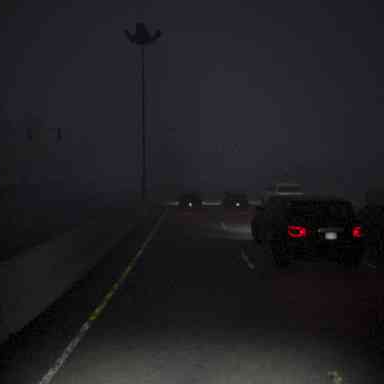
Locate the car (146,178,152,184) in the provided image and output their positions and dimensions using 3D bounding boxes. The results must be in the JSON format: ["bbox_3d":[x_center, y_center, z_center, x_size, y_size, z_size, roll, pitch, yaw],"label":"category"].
[{"bbox_3d":[-10.975,-2.713,82.732,1.882,1.535,5.008,0,3,0],"label":"car"}]

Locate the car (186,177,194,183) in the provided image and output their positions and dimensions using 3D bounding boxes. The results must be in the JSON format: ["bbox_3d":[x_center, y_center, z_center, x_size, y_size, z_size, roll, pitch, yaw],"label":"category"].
[{"bbox_3d":[-0.518,-3.044,89.823,1.994,1.385,4.181,0,3,0],"label":"car"}]

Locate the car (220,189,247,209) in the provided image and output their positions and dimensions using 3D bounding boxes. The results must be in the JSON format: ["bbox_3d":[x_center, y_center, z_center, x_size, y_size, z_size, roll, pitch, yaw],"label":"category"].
[{"bbox_3d":[3.383,0.510,26.871,1.837,1.490,4.892,0,4,0],"label":"car"}]

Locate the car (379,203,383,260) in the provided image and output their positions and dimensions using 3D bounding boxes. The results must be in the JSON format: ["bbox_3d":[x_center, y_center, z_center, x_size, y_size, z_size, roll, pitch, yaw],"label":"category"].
[{"bbox_3d":[6.973,1.170,11.870,2.097,1.767,4.553,0,2,0],"label":"car"}]

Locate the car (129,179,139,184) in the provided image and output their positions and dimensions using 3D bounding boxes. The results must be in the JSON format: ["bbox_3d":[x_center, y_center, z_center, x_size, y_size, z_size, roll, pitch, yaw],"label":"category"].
[{"bbox_3d":[-14.475,-2.638,82.715,1.994,1.385,4.181,0,3,0],"label":"car"}]

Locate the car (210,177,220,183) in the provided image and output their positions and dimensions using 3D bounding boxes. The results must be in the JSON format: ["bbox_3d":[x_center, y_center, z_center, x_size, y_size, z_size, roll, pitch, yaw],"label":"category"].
[{"bbox_3d":[6.477,-3.294,90.690,2.097,1.767,4.553,0,3,0],"label":"car"}]

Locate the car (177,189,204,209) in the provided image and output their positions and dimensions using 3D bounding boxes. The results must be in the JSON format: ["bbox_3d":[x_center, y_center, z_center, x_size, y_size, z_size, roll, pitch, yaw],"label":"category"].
[{"bbox_3d":[-0.116,0.511,26.846,1.837,1.490,4.892,0,4,0],"label":"car"}]

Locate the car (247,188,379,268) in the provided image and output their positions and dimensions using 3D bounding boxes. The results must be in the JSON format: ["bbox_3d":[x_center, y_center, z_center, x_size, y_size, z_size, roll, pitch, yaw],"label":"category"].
[{"bbox_3d":[3.469,1.075,11.007,2.150,2.045,5.566,0,2,0],"label":"car"}]

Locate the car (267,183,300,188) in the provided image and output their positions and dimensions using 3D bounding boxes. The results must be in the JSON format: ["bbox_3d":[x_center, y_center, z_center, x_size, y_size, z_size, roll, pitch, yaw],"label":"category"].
[{"bbox_3d":[6.879,0.280,25.961,2.150,2.045,5.566,0,4,0],"label":"car"}]

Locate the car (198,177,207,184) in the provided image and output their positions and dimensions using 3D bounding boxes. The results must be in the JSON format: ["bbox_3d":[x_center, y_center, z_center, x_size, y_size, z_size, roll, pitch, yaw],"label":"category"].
[{"bbox_3d":[2.985,-3.062,89.460,2.128,1.511,4.902,0,3,0],"label":"car"}]
